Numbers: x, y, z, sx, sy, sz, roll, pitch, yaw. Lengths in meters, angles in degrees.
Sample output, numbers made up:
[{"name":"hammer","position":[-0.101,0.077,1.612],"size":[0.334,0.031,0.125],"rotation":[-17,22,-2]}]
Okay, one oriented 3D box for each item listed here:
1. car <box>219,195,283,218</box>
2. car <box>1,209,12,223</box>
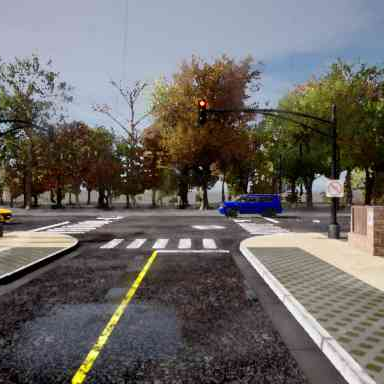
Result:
[{"name":"car","position":[5.188,1.252,29.604],"size":[5.566,2.045,2.150],"rotation":[0,0,0]},{"name":"car","position":[-15.084,1.423,22.922],"size":[5.008,1.535,1.882],"rotation":[0,0,0]}]
